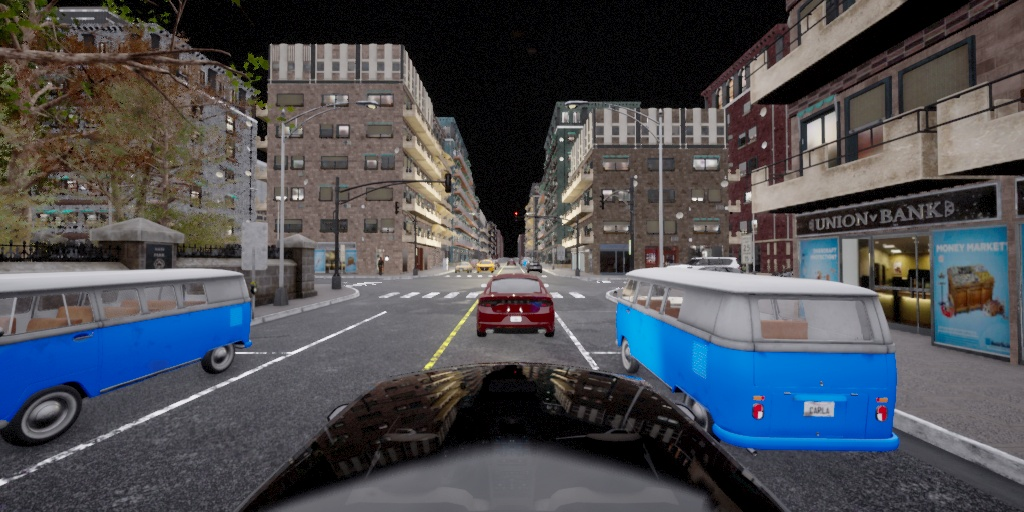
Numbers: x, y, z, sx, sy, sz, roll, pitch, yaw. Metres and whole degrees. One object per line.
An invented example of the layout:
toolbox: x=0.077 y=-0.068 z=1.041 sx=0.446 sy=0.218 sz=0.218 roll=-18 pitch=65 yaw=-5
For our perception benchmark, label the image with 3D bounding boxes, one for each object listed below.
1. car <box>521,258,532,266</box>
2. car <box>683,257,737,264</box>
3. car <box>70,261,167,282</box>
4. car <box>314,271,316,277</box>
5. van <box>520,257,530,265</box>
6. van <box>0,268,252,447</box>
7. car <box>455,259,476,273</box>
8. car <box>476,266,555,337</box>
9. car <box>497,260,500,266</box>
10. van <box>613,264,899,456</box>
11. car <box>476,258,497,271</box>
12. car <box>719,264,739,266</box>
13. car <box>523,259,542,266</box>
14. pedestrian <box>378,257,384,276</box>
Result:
car: x=2.633 y=1.318 z=48.551 sx=2.007 sy=1.370 sz=4.403 roll=0 pitch=0 yaw=0
car: x=15.068 y=1.102 z=28.482 sx=5.566 sy=2.045 sz=2.150 roll=0 pitch=-1 yaw=2
car: x=-28.149 y=1.091 z=25.756 sx=4.892 sy=1.490 sz=1.837 roll=0 pitch=-1 yaw=0
car: x=-16.700 y=1.248 z=25.602 sx=4.718 sy=1.301 sz=1.895 roll=0 pitch=-1 yaw=1
van: x=2.620 y=1.114 z=59.835 sx=1.690 sy=1.789 sz=3.998 roll=0 pitch=0 yaw=0
van: x=-5.660 y=1.092 z=4.953 sx=1.690 sy=1.789 sz=3.998 roll=0 pitch=0 yaw=0
car: x=-5.740 y=1.291 z=42.728 sx=1.751 sy=1.417 sz=4.829 roll=0 pitch=0 yaw=0
car: x=0.087 y=1.230 z=10.320 sx=1.882 sy=1.535 sz=5.008 roll=0 pitch=0 yaw=0
car: x=-3.160 y=1.317 z=53.554 sx=2.033 sy=1.411 sz=5.357 roll=0 pitch=0 yaw=0
van: x=2.654 y=1.092 z=4.962 sx=1.690 sy=1.789 sz=3.998 roll=0 pitch=0 yaw=0
car: x=-3.153 y=1.243 z=43.593 sx=1.882 sy=1.535 sz=5.008 roll=0 pitch=0 yaw=0
car: x=13.508 y=1.333 z=22.709 sx=4.313 sy=1.339 sz=1.948 roll=0 pitch=0 yaw=1
car: x=2.641 y=1.331 z=42.908 sx=1.948 sy=1.339 sz=4.313 roll=0 pitch=0 yaw=0
pedestrian: x=-12.579 y=0.968 z=34.331 sx=0.375 sy=1.860 sz=0.375 roll=0 pitch=-1 yaw=1
